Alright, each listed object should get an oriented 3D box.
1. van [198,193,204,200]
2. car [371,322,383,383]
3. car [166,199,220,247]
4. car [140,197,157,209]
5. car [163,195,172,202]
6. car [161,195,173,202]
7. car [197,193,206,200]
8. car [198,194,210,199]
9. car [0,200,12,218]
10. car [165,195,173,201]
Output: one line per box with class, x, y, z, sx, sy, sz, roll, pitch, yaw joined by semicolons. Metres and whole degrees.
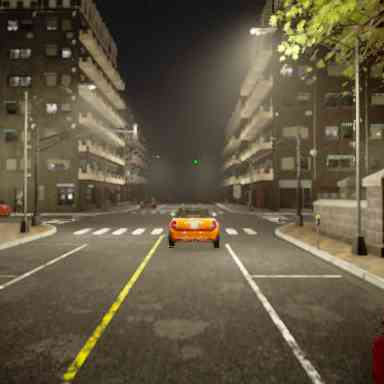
van;2.576;1.303;95.413;1.690;1.788;3.998;1;0;0
car;2.701;1.316;1.048;2.192;1.841;5.009;1;0;0
car;0.081;1.363;15.208;2.097;1.767;4.553;0;0;0
car;-5.738;1.450;44.463;1.967;1.590;4.097;1;0;0
car;-5.783;1.425;78.443;1.967;1.590;4.097;1;0;0
car;-5.777;1.557;72.781;1.947;1.339;4.313;1;0;0
car;2.584;1.285;89.751;2.192;1.841;5.009;1;0;0
car;2.610;1.562;67.101;1.947;1.339;4.313;1;0;0
car;-18.743;1.452;29.674;4.553;1.767;2.097;0;-1;2
car;-5.793;1.560;84.106;1.802;1.307;4.206;1;0;0
